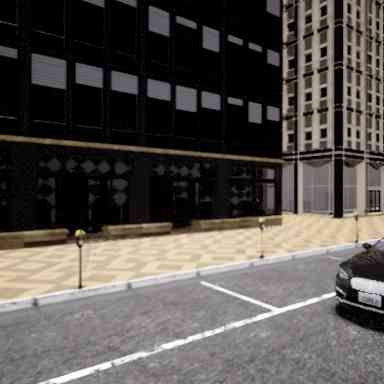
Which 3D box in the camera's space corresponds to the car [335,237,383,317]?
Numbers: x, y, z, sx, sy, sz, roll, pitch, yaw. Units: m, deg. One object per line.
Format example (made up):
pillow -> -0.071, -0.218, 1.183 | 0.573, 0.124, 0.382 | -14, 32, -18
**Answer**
car -> 4.922, 1.495, 6.871 | 4.902, 1.511, 2.128 | 0, 0, -35
